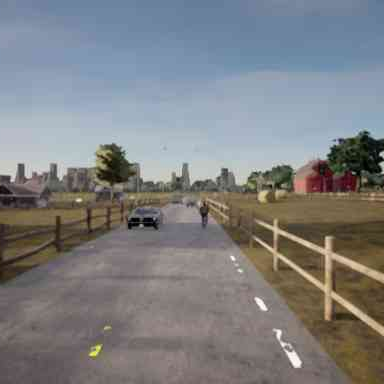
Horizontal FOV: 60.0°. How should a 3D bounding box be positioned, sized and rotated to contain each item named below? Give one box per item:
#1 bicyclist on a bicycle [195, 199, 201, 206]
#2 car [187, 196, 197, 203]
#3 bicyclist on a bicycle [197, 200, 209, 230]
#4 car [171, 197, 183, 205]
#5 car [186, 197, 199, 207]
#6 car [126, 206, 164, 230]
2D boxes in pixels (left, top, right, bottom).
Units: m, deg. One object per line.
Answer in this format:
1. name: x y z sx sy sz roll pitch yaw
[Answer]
1. bicyclist on a bicycle: 0.734 1.446 30.131 0.866 1.612 1.509 0 0 0
2. car: 0.002 1.710 74.528 1.994 1.385 4.181 0 0 0
3. bicyclist on a bicycle: 0.755 1.452 19.565 0.582 1.620 1.656 0 0 0
4. car: -2.770 1.665 63.322 1.994 1.385 4.181 0 0 1
5. car: 0.064 1.608 52.488 2.033 1.411 5.357 0 0 1
6. car: -2.850 1.601 21.017 1.895 1.301 4.718 0 0 0
